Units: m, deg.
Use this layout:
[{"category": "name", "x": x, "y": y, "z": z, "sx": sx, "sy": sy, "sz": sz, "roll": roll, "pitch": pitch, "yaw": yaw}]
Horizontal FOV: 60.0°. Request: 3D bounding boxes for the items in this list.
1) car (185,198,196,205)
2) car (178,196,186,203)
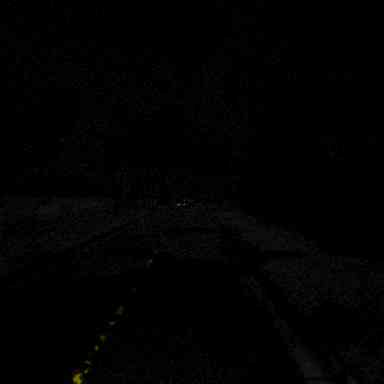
[{"category": "car", "x": -0.006, "y": 2.372, "z": 83.737, "sx": 2.128, "sy": 1.511, "sz": 4.902, "roll": 0, "pitch": -1, "yaw": 0}, {"category": "car", "x": -2.758, "y": 2.022, "z": 93.718, "sx": 2.150, "sy": 2.045, "sz": 5.566, "roll": 0, "pitch": -1, "yaw": 0}]
